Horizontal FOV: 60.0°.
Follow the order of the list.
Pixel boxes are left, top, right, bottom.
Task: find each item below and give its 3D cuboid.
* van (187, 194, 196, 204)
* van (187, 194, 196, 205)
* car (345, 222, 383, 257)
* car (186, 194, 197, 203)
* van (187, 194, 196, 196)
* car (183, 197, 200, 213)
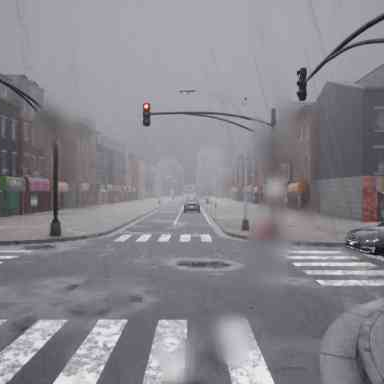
[{"bbox_3d":[-0.112,1.348,64.740,1.690,1.788,3.998,0,0,0],"label":"van"},{"bbox_3d":[-0.093,1.344,59.135,1.690,1.788,3.998,0,0,0],"label":"van"},{"bbox_3d":[7.964,1.528,11.696,4.892,1.490,1.837,0,0,-4],"label":"car"},{"bbox_3d":[-0.132,1.326,70.345,2.192,1.841,5.009,0,0,0],"label":"car"},{"bbox_3d":[-0.073,1.341,53.529,1.690,1.788,3.998,0,0,0],"label":"van"},{"bbox_3d":[-0.012,1.563,36.712,1.947,1.339,4.313,0,0,0],"label":"car"}]
